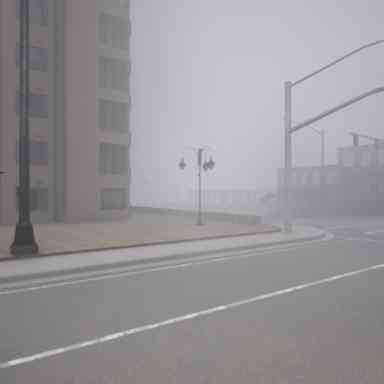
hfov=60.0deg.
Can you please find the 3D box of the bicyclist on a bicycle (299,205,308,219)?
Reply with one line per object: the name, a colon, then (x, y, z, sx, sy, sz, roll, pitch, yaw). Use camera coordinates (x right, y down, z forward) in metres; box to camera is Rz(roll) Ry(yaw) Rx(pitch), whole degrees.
bicyclist on a bicycle: (13.621, 2.461, 40.718, 1.656, 1.620, 0.582, 0, -8, -35)
